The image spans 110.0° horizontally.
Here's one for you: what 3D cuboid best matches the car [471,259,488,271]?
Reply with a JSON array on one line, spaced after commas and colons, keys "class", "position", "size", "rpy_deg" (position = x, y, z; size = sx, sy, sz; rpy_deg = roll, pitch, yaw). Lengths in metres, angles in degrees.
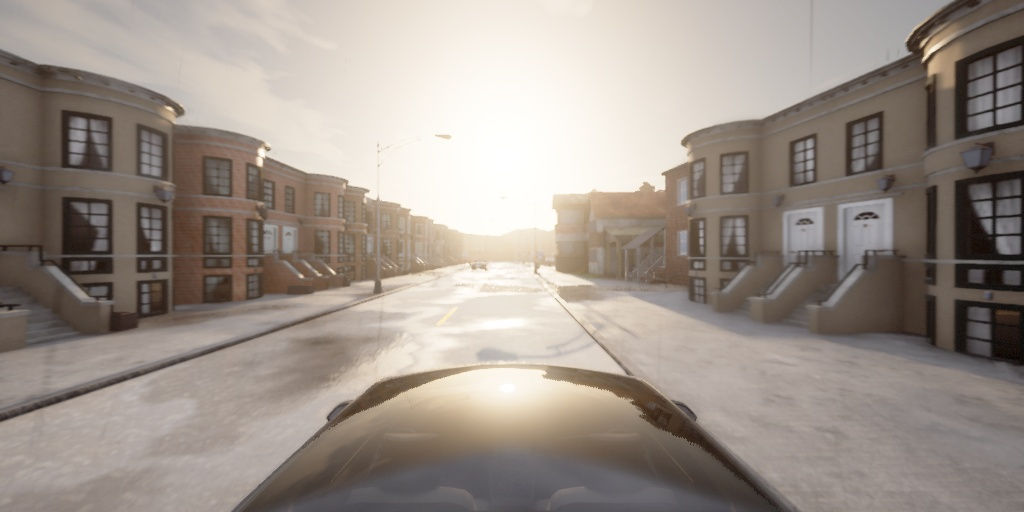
[{"class": "car", "position": [-4.036, 1.087, 45.137], "size": [2.128, 1.511, 4.902], "rpy_deg": [0, 0, 0]}]
